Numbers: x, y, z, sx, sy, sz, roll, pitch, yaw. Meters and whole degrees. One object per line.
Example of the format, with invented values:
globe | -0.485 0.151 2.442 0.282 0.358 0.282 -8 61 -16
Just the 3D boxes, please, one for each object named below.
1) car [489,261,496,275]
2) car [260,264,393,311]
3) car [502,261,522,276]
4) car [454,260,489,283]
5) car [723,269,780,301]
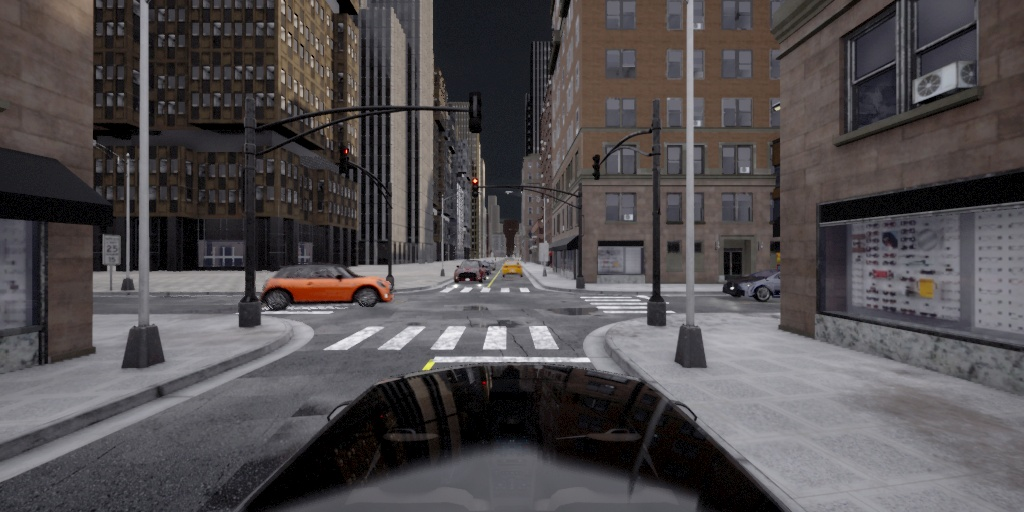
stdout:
car | -3.176 1.296 38.063 2.033 1.411 5.357 0 0 0
car | -7.119 1.103 14.243 4.553 1.767 2.097 0 0 -14
car | 0.035 1.227 36.668 1.882 1.535 5.008 0 0 0
car | -3.159 1.101 27.804 2.097 1.767 4.553 0 0 0
car | 12.219 1.313 16.675 4.181 1.385 1.994 0 0 -1
